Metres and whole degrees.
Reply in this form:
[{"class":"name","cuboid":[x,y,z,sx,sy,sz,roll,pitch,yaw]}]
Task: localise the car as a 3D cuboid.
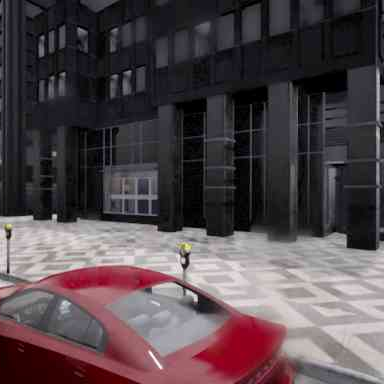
[{"class":"car","cuboid":[-1.167,1.544,3.798,4.507,1.381,1.887,0,0,36]}]
